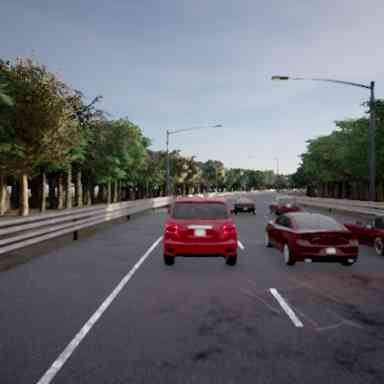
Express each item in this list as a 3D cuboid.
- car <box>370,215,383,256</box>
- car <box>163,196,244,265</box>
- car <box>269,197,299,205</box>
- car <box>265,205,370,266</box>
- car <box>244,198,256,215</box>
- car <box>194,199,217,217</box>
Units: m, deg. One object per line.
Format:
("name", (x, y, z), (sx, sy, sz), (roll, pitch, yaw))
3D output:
("car", (7.328, 1.529, 12.717), (1.895, 1.301, 4.718), (0, 0, 2))
("car", (0.292, 1.156, 11.545), (2.150, 2.045, 5.566), (0, 0, 2))
("car", (8.270, 1.184, 30.039), (2.097, 1.767, 4.553), (0, 0, 4))
("car", (3.797, 1.413, 11.393), (1.882, 1.535, 5.008), (0, 0, 2))
("car", (4.866, 1.301, 31.505), (1.882, 1.535, 5.008), (0, 0, 4))
("car", (1.284, 1.392, 30.526), (1.994, 1.385, 4.181), (0, 0, 4))
